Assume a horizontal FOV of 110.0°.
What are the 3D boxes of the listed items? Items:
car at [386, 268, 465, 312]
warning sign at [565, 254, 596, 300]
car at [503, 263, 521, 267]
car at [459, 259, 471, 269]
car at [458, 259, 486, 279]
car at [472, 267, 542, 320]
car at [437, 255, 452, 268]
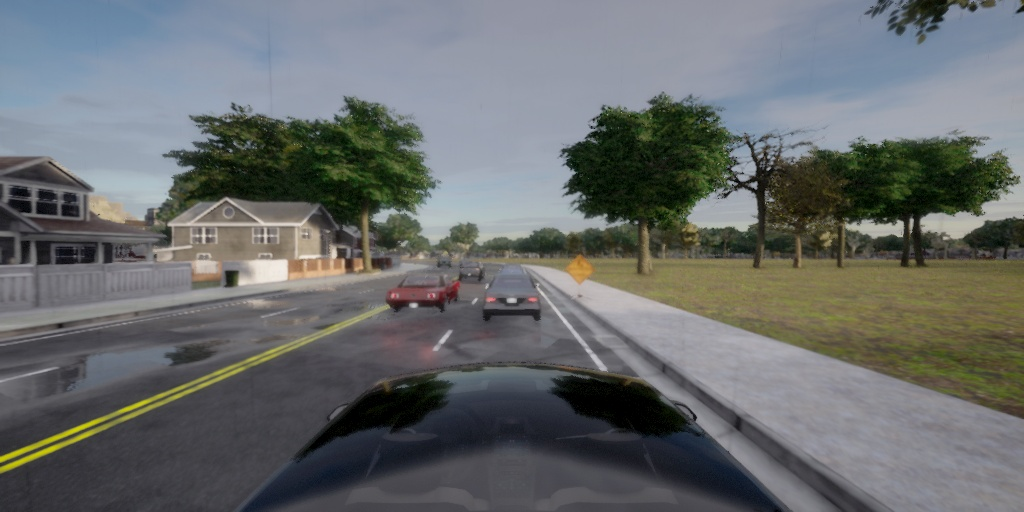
[{"bbox_3d":[-3.217,1.340,14.039,1.895,1.301,4.718,0,0,0],"label":"car"},{"bbox_3d":[2.841,0.854,15.112,1.300,1.860,1.060,0,0,0],"label":"warning sign"},{"bbox_3d":[0.011,1.273,27.470,2.033,1.411,5.357,0,0,1],"label":"car"},{"bbox_3d":[-7.559,1.188,57.493,1.837,1.490,4.892,0,0,-8],"label":"car"},{"bbox_3d":[-3.223,1.214,29.624,2.128,1.511,4.902,0,0,0],"label":"car"},{"bbox_3d":[0.020,1.288,12.513,2.033,1.411,5.357,0,0,1],"label":"car"},{"bbox_3d":[-10.878,0.909,58.046,2.150,2.045,5.566,0,0,-8],"label":"car"}]
